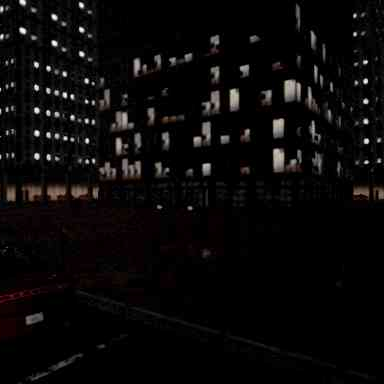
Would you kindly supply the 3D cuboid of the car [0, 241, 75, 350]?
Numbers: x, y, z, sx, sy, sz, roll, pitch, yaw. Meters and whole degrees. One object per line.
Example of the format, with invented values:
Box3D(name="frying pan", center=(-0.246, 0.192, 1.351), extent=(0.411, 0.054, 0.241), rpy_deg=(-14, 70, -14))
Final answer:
Box3D(name="car", center=(-3.869, 1.508, 5.660), extent=(4.507, 1.381, 1.887), rpy_deg=(0, -1, 36))
